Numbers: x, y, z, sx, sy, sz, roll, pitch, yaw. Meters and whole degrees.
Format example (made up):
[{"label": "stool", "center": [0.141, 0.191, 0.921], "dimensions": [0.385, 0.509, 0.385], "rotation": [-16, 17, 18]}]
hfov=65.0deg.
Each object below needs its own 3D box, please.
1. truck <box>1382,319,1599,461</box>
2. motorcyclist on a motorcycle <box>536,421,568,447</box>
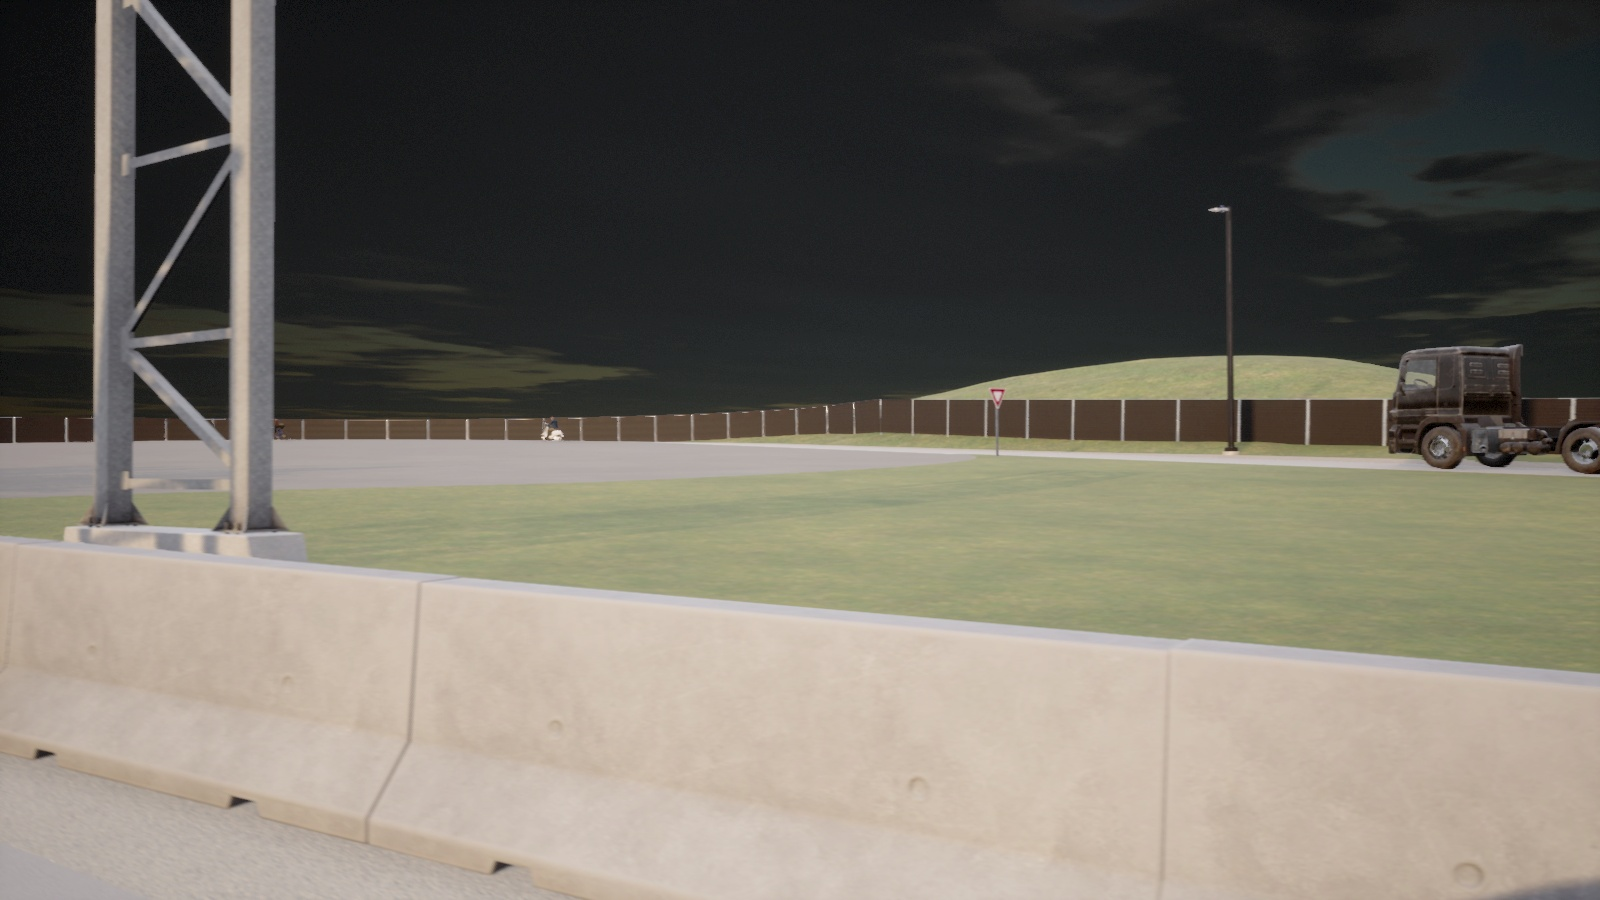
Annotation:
[{"label": "truck", "center": [19.795, -1.523, 33.024], "dimensions": [2.891, 3.462, 7.936], "rotation": [-2, 1, -29]}, {"label": "motorcyclist on a motorcycle", "center": [-15.542, -1.020, 78.646], "dimensions": [1.817, 1.590, 0.866], "rotation": [0, 2, 30]}]
